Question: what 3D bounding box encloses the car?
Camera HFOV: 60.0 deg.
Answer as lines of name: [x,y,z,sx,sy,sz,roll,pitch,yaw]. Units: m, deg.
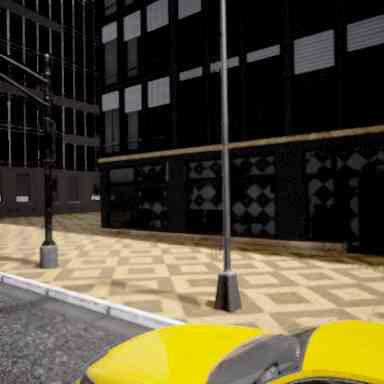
car: [1.176,1.526,2.219,4.829,1.417,1.752,0,-1,36]
